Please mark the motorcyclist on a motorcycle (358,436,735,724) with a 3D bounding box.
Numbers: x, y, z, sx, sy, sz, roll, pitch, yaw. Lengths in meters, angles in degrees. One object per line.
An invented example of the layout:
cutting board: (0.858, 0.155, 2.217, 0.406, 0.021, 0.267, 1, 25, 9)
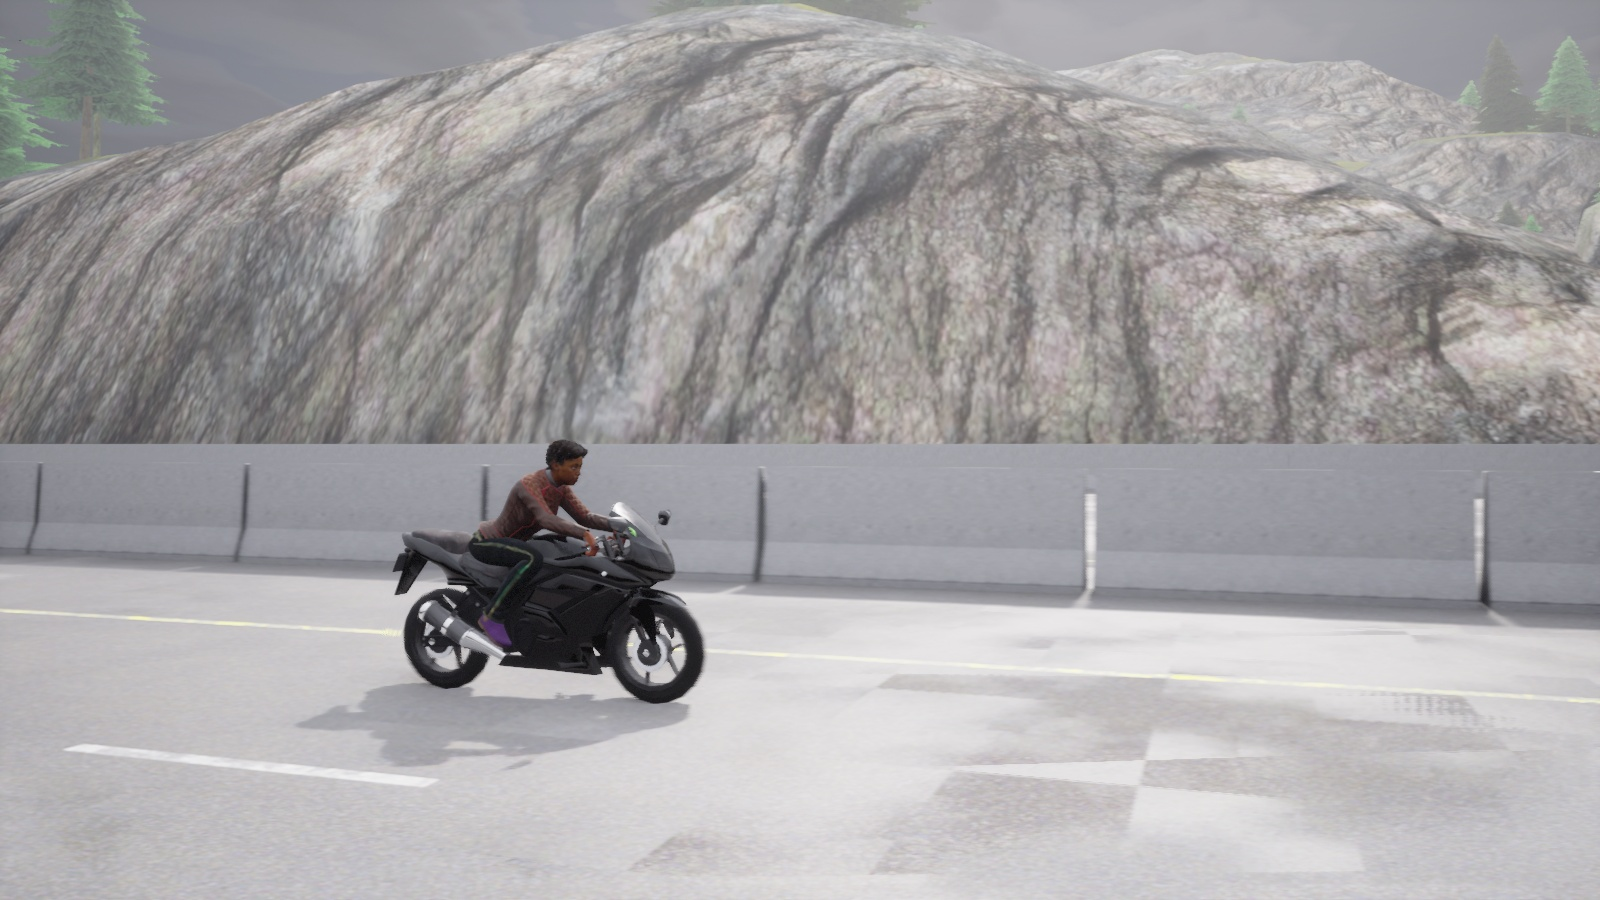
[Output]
motorcyclist on a motorcycle: (-1.483, 0.685, 7.384, 2.044, 1.523, 0.797, 1, 1, 19)
